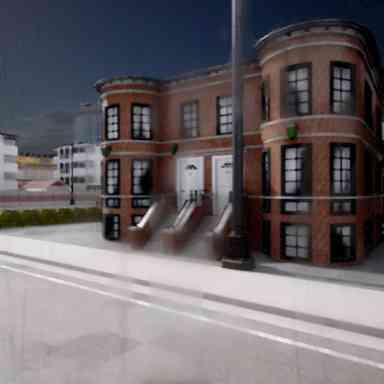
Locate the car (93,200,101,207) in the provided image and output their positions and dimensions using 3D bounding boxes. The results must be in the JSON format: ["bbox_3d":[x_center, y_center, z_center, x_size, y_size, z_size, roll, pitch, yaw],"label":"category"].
[{"bbox_3d":[-13.330,1.624,52.475,1.812,1.442,4.674,0,0,41],"label":"car"}]
